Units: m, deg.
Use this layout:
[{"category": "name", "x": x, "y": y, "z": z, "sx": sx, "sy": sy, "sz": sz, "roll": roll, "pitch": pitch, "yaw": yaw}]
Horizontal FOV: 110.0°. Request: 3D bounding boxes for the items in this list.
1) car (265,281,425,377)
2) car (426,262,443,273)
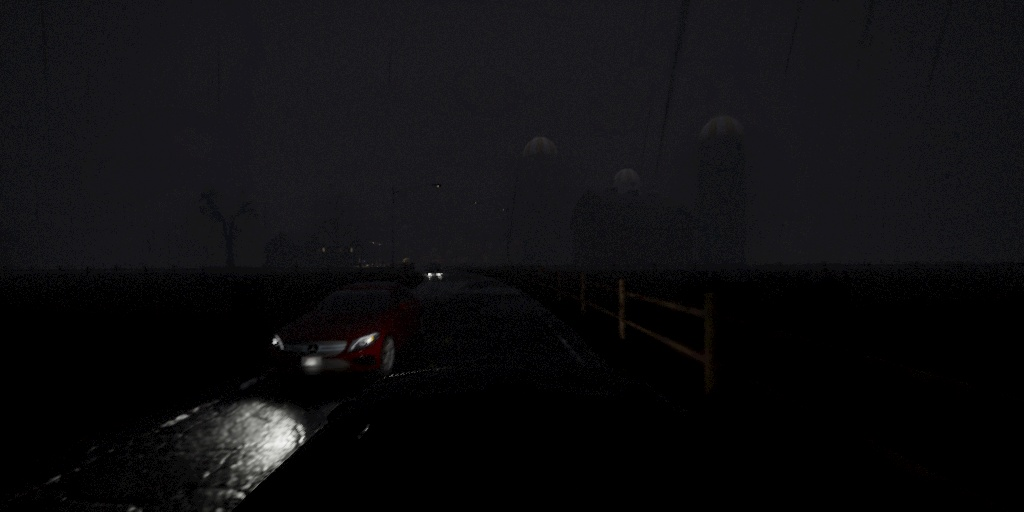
[{"category": "car", "x": -3.073, "y": 1.306, "z": 7.633, "sx": 1.812, "sy": 1.442, "sz": 4.674, "roll": 0, "pitch": 0, "yaw": -3}, {"category": "car", "x": -10.414, "y": 1.534, "z": 47.644, "sx": 2.033, "sy": 1.411, "sz": 5.357, "roll": 0, "pitch": 0, "yaw": -18}]
